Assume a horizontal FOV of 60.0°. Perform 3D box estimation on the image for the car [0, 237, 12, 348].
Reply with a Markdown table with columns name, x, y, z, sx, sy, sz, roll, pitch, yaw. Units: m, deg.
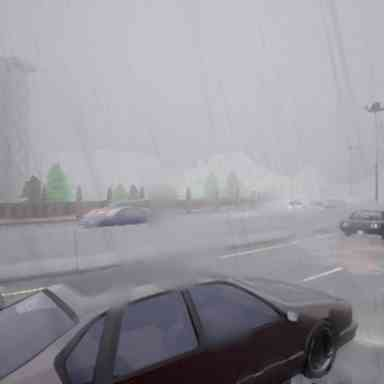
| name | x | y | z | sx | sy | sz | roll | pitch | yaw |
| --- | --- | --- | --- | --- | --- | --- | --- | --- | --- |
| car | -5.453 | 1.581 | 4.241 | 5.357 | 1.411 | 2.033 | 0 | 0 | -35 |

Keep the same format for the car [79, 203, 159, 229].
| name | x | y | z | sx | sy | sz | roll | pitch | yaw |
| --- | --- | --- | --- | --- | --- | --- | --- | --- | --- |
| car | -4.053 | 1.568 | 18.971 | 4.674 | 1.442 | 1.812 | 0 | 0 | -41 |

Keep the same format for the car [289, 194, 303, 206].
| name | x | y | z | sx | sy | sz | roll | pitch | yaw |
| --- | --- | --- | --- | --- | --- | --- | --- | --- | --- |
| car | 17.686 | 1.572 | 56.566 | 1.812 | 1.442 | 4.674 | -1 | 0 | 21 |

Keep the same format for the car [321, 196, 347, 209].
| name | x | y | z | sx | sy | sz | roll | pitch | yaw |
| --- | --- | --- | --- | --- | --- | --- | --- | --- | --- |
| car | 16.677 | 1.514 | 38.336 | 2.033 | 1.411 | 5.357 | -1 | 0 | 31 |

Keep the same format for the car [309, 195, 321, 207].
| name | x | y | z | sx | sy | sz | roll | pitch | yaw |
| --- | --- | --- | --- | --- | --- | --- | --- | --- | --- |
| car | 19.331 | 1.528 | 51.300 | 1.812 | 1.442 | 4.674 | -1 | 0 | 23 |

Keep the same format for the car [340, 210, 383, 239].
| name | x | y | z | sx | sy | sz | roll | pitch | yaw |
| --- | --- | --- | --- | --- | --- | --- | --- | --- | --- |
| car | 9.317 | 1.559 | 16.938 | 1.895 | 1.301 | 4.718 | 0 | 0 | 44 |

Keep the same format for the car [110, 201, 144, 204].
| name | x | y | z | sx | sy | sz | roll | pitch | yaw |
| --- | --- | --- | --- | --- | --- | --- | --- | --- | --- |
| car | -4.968 | 1.408 | 22.835 | 4.553 | 1.767 | 2.097 | 0 | 0 | -43 |

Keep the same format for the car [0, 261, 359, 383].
| name | x | y | z | sx | sy | sz | roll | pitch | yaw |
| --- | --- | --- | --- | --- | --- | --- | --- | --- | --- |
| car | -0.292 | 1.552 | 3.702 | 5.357 | 1.411 | 2.033 | 0 | 0 | -37 |
